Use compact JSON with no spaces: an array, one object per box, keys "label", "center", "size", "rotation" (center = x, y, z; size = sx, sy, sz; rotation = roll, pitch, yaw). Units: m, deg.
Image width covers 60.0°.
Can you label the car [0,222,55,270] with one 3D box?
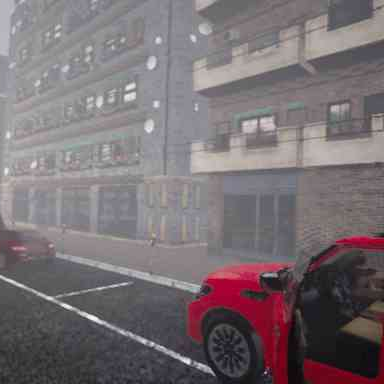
[{"label":"car","center":[-6.674,2.014,12.561],"size":[4.206,1.307,1.802],"rotation":[-1,-3,42]}]

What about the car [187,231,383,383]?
[{"label":"car","center":[2.466,1.454,3.835],"size":[5.566,2.045,2.150],"rotation":[-1,-3,42]}]

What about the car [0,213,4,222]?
[{"label":"car","center":[-10.850,1.831,16.393],"size":[5.009,1.841,2.192],"rotation":[-1,-3,42]}]
